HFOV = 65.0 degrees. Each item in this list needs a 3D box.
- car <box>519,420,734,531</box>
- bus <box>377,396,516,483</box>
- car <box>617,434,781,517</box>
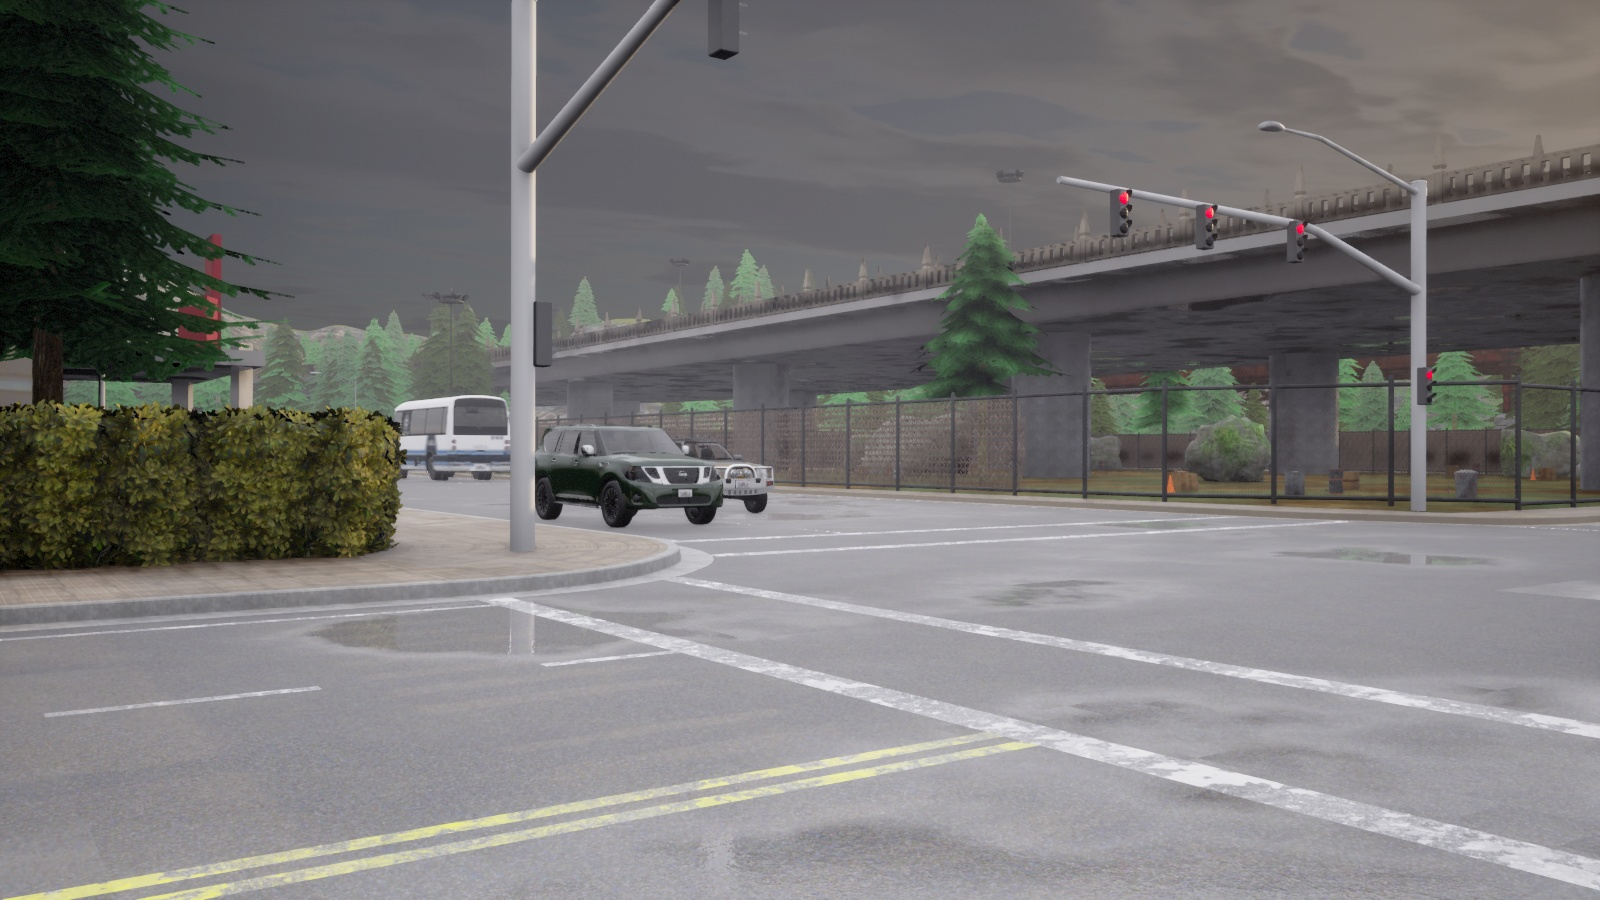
[{"bbox_3d":[-3.753,0.480,26.071,2.150,2.045,5.566,0,0,-35],"label":"car"},{"bbox_3d":[-18.851,-0.485,66.302,3.944,4.253,10.273,0,0,-35],"label":"bus"},{"bbox_3d":[-2.549,0.586,30.481,1.932,1.855,4.605,0,0,-35],"label":"car"}]
